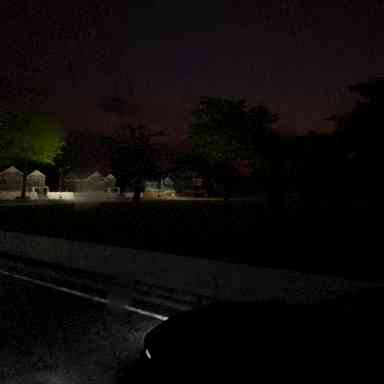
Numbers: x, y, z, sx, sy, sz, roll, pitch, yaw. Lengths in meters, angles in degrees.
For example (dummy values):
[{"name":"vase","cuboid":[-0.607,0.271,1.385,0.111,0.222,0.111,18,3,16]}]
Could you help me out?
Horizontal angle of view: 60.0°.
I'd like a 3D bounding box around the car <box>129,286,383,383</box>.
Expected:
[{"name":"car","cuboid":[1.596,1.526,2.546,4.674,1.442,1.812,0,0,36]}]
